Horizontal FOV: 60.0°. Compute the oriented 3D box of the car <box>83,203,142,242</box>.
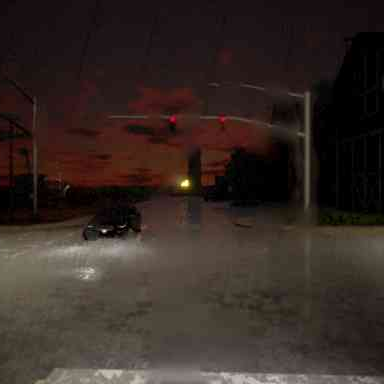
[{"bbox_3d":[-3.543,1.307,15.831,1.837,1.490,4.892,0,1,0],"label":"car"}]

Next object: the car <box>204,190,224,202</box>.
[{"bbox_3d":[4.000,0.712,60.487,1.905,1.878,3.866,-8,4,-42],"label":"car"}]
